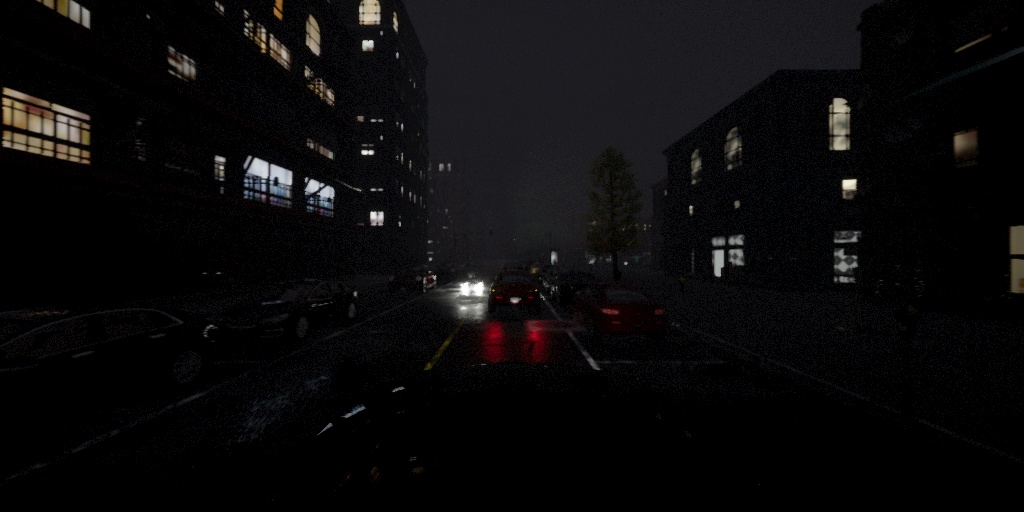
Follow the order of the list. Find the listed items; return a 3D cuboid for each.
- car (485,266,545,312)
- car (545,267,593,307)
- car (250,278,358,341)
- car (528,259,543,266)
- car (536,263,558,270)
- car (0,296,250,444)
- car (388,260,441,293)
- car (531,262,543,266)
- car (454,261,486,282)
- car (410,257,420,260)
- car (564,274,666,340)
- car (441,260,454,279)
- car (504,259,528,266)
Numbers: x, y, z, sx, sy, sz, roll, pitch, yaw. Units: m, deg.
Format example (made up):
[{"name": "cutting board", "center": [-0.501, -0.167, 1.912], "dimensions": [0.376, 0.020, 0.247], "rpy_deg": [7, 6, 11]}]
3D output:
[{"name": "car", "center": [0.096, 1.281, 14.084], "dimensions": [1.812, 1.442, 4.674], "rpy_deg": [0, 0, 0]}, {"name": "car", "center": [2.692, 1.322, 15.227], "dimensions": [1.948, 1.339, 4.313], "rpy_deg": [0, 0, 0]}, {"name": "car", "center": [-5.689, 1.302, 9.689], "dimensions": [2.007, 1.370, 4.403], "rpy_deg": [0, 0, 0]}, {"name": "car", "center": [2.695, 1.304, 37.554], "dimensions": [1.751, 1.417, 4.829], "rpy_deg": [0, 0, 0]}, {"name": "car", "center": [2.693, 1.312, 20.765], "dimensions": [2.007, 1.370, 4.403], "rpy_deg": [0, 0, 0]}, {"name": "car", "center": [-5.690, 1.301, 4.151], "dimensions": [2.007, 1.370, 4.403], "rpy_deg": [0, 0, 0]}, {"name": "car", "center": [-5.688, 1.201, 20.766], "dimensions": [1.967, 1.591, 4.097], "rpy_deg": [0, 0, 0]}, {"name": "car", "center": [2.693, 1.333, 26.304], "dimensions": [1.948, 1.339, 4.313], "rpy_deg": [0, 0, 0]}, {"name": "car", "center": [-3.094, 1.262, 29.270], "dimensions": [2.128, 1.511, 4.902], "rpy_deg": [0, 0, 0]}, {"name": "car", "center": [-17.268, 1.069, 62.697], "dimensions": [5.009, 1.841, 2.192], "rpy_deg": [0, 0, 0]}, {"name": "car", "center": [2.691, 1.334, 9.688], "dimensions": [1.802, 1.307, 4.207], "rpy_deg": [0, 0, 0]}, {"name": "car", "center": [-5.686, 1.213, 31.846], "dimensions": [1.967, 1.591, 4.097], "rpy_deg": [0, 0, 0]}, {"name": "car", "center": [0.099, 1.249, 30.025], "dimensions": [1.882, 1.535, 5.008], "rpy_deg": [0, 0, 0]}]
